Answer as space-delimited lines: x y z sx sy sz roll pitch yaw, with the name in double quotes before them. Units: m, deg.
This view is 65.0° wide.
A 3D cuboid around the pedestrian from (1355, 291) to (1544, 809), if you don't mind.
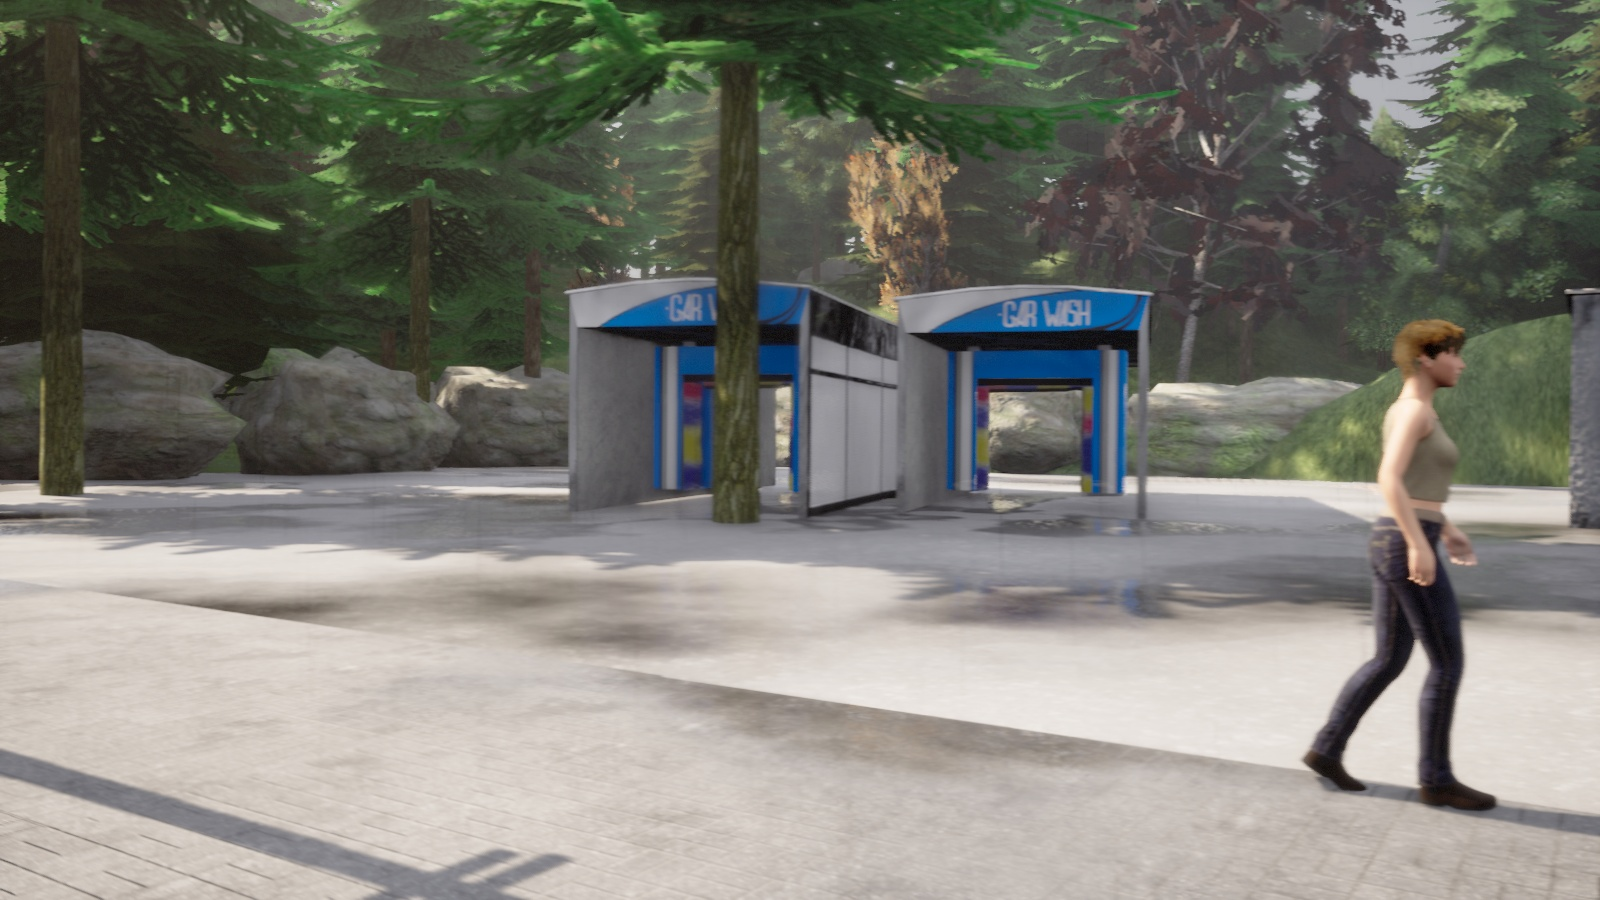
"pedestrian" 2.418 0.354 4.714 0.594 1.836 0.345 0 1 21
